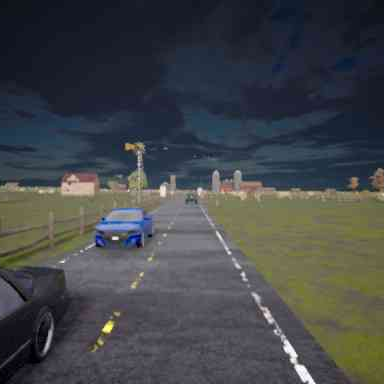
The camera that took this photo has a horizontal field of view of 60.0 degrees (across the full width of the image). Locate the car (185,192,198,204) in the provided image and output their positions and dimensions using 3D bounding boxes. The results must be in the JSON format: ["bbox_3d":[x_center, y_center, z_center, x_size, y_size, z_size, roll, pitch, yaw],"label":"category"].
[{"bbox_3d":[-0.050,1.046,59.844,2.150,2.045,5.566,0,0,0],"label":"car"}]

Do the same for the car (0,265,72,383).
[{"bbox_3d":[-2.853,1.542,3.134,2.033,1.411,5.357,0,0,0],"label":"car"}]

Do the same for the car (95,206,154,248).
[{"bbox_3d":[-2.846,1.442,14.796,1.882,1.535,5.008,0,0,0],"label":"car"}]
